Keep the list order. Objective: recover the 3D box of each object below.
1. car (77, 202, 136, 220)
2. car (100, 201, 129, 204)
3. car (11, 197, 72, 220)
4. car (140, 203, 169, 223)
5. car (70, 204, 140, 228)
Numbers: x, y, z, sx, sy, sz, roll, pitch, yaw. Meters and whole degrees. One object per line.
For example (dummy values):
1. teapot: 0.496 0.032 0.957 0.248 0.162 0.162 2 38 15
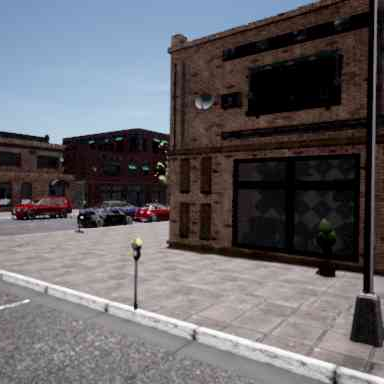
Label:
1. car: -7.986 1.720 31.542 2.033 1.411 5.357 1 0 36
2. car: -6.197 1.564 28.574 2.097 1.767 4.553 1 0 36
3. car: -12.968 1.399 29.126 2.192 1.841 5.009 1 0 36
4. car: -2.931 1.713 28.647 1.967 1.590 4.097 0 0 36
5. car: -6.213 1.786 24.172 1.947 1.339 4.313 0 0 36
